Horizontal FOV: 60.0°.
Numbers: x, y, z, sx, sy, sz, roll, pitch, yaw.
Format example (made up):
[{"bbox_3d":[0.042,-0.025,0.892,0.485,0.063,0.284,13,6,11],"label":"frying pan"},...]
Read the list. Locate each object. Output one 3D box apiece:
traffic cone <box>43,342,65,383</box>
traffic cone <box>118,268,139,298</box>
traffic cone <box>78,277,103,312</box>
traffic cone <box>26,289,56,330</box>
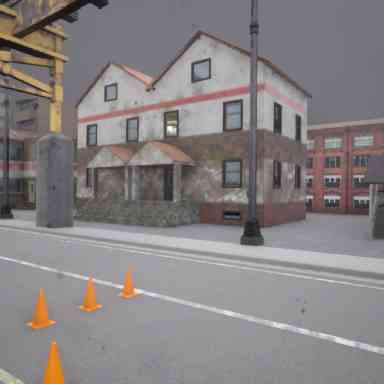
[{"bbox_3d":[-1.520,1.952,3.657,0.340,0.580,0.340,0,0,36],"label":"traffic cone"},{"bbox_3d":[-1.386,1.949,7.260,0.340,0.580,0.340,0,0,36],"label":"traffic cone"},{"bbox_3d":[-1.972,1.949,6.449,0.340,0.580,0.340,0,0,36],"label":"traffic cone"},{"bbox_3d":[-2.557,1.949,5.638,0.340,0.580,0.340,0,0,36],"label":"traffic cone"}]
